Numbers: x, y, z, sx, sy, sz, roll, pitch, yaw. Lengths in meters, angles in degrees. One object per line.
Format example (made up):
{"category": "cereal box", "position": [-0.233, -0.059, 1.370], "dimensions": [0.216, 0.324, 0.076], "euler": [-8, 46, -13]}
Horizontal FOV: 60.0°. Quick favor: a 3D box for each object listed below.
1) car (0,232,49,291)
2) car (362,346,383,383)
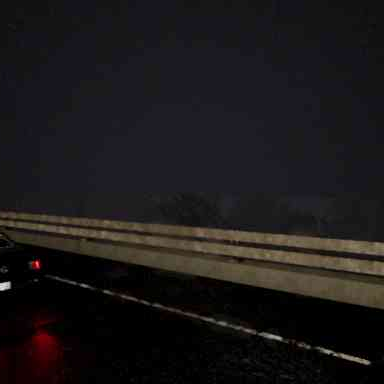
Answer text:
{"category": "car", "position": [-5.495, 1.557, 7.820], "dimensions": [4.718, 1.301, 1.895], "euler": [0, 0, 36]}
{"category": "car", "position": [3.407, 1.516, 1.438], "dimensions": [4.892, 1.490, 1.837], "euler": [0, 0, 35]}
